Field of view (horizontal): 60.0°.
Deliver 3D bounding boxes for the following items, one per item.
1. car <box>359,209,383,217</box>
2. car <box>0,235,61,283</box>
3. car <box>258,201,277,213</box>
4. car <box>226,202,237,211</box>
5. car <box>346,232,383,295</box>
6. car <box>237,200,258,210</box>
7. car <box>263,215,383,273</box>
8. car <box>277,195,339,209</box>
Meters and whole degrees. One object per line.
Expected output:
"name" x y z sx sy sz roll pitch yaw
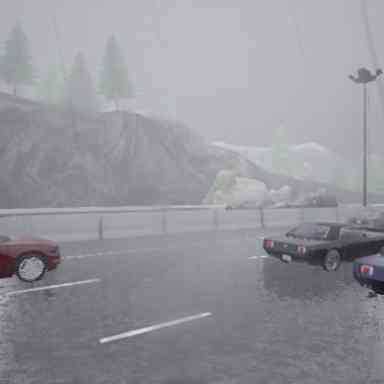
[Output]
"car" 10.901 1.626 18.437 5.357 1.411 2.033 0 0 -28
"car" -5.829 1.487 8.062 5.008 1.535 1.882 0 0 -36
"car" 9.404 1.651 33.528 4.674 1.442 1.812 0 0 -26
"car" 6.152 1.694 39.727 4.181 1.385 1.994 0 0 -26
"car" 5.814 1.636 7.465 4.718 1.301 1.895 0 0 -32
"car" 7.573 1.688 36.527 4.181 1.385 1.994 0 0 -26
"car" 4.660 1.643 10.861 4.718 1.301 1.895 0 0 -32
"car" 10.931 1.330 30.380 5.566 2.045 2.150 0 0 -26
